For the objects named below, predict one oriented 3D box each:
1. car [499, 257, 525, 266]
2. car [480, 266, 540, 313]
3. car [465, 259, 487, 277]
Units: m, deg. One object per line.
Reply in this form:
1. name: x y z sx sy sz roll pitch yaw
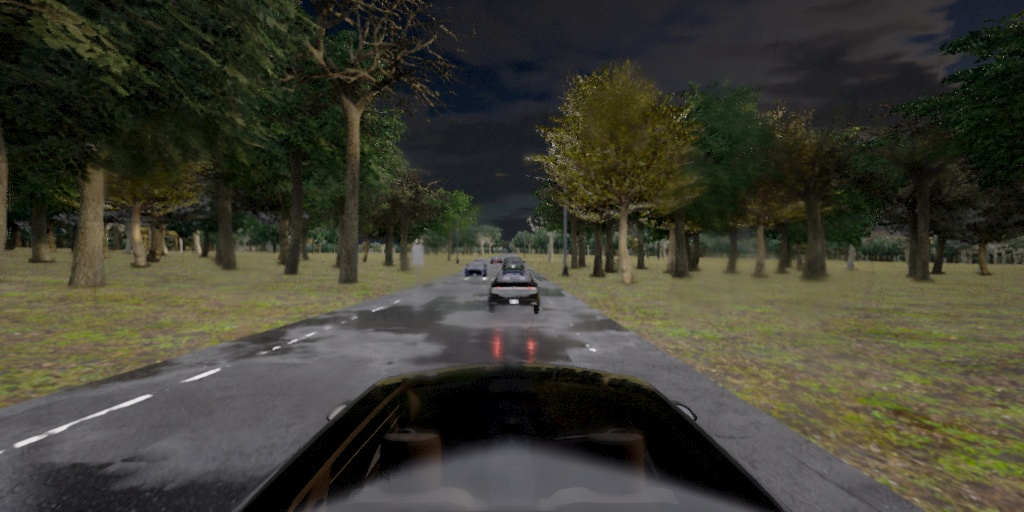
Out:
1. car: 0.102 1.112 35.815 2.150 2.045 5.566 0 0 0
2. car: 0.088 1.330 14.535 2.128 1.511 4.902 0 0 0
3. car: -3.642 1.243 37.129 2.097 1.767 4.553 0 0 -1
